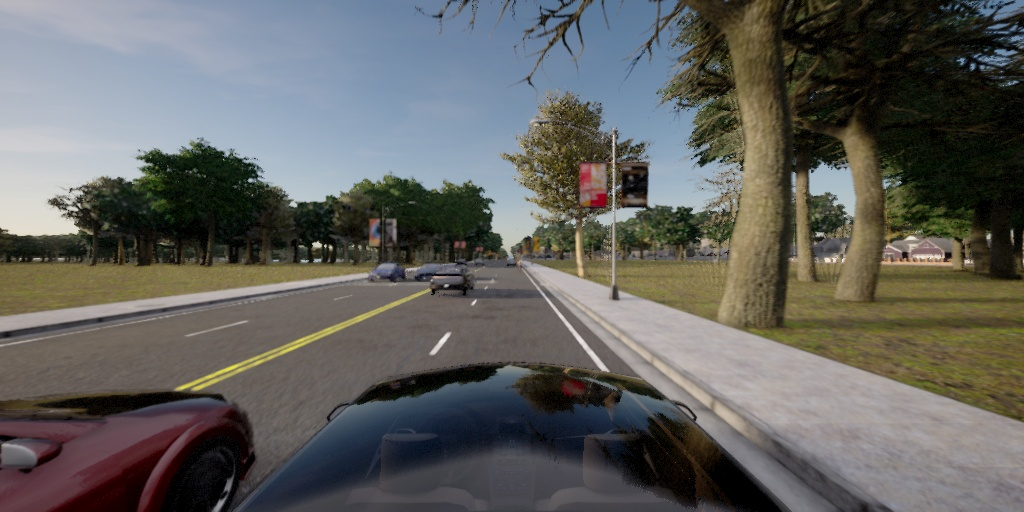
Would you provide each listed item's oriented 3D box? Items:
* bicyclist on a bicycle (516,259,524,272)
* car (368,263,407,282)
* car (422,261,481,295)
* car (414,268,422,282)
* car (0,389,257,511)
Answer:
[{"bbox_3d":[0.896,1.188,40.576,0.866,1.612,1.509,0,0,0],"label":"bicyclist on a bicycle"},{"bbox_3d":[-9.847,1.275,28.729,1.812,1.442,4.674,0,0,0],"label":"car"},{"bbox_3d":[-3.151,1.241,19.655,2.128,1.511,4.902,0,0,0],"label":"car"},{"bbox_3d":[-6.600,1.297,29.738,2.033,1.411,5.357,0,0,0],"label":"car"},{"bbox_3d":[-3.150,1.314,1.305,1.994,1.385,4.181,0,0,0],"label":"car"}]
